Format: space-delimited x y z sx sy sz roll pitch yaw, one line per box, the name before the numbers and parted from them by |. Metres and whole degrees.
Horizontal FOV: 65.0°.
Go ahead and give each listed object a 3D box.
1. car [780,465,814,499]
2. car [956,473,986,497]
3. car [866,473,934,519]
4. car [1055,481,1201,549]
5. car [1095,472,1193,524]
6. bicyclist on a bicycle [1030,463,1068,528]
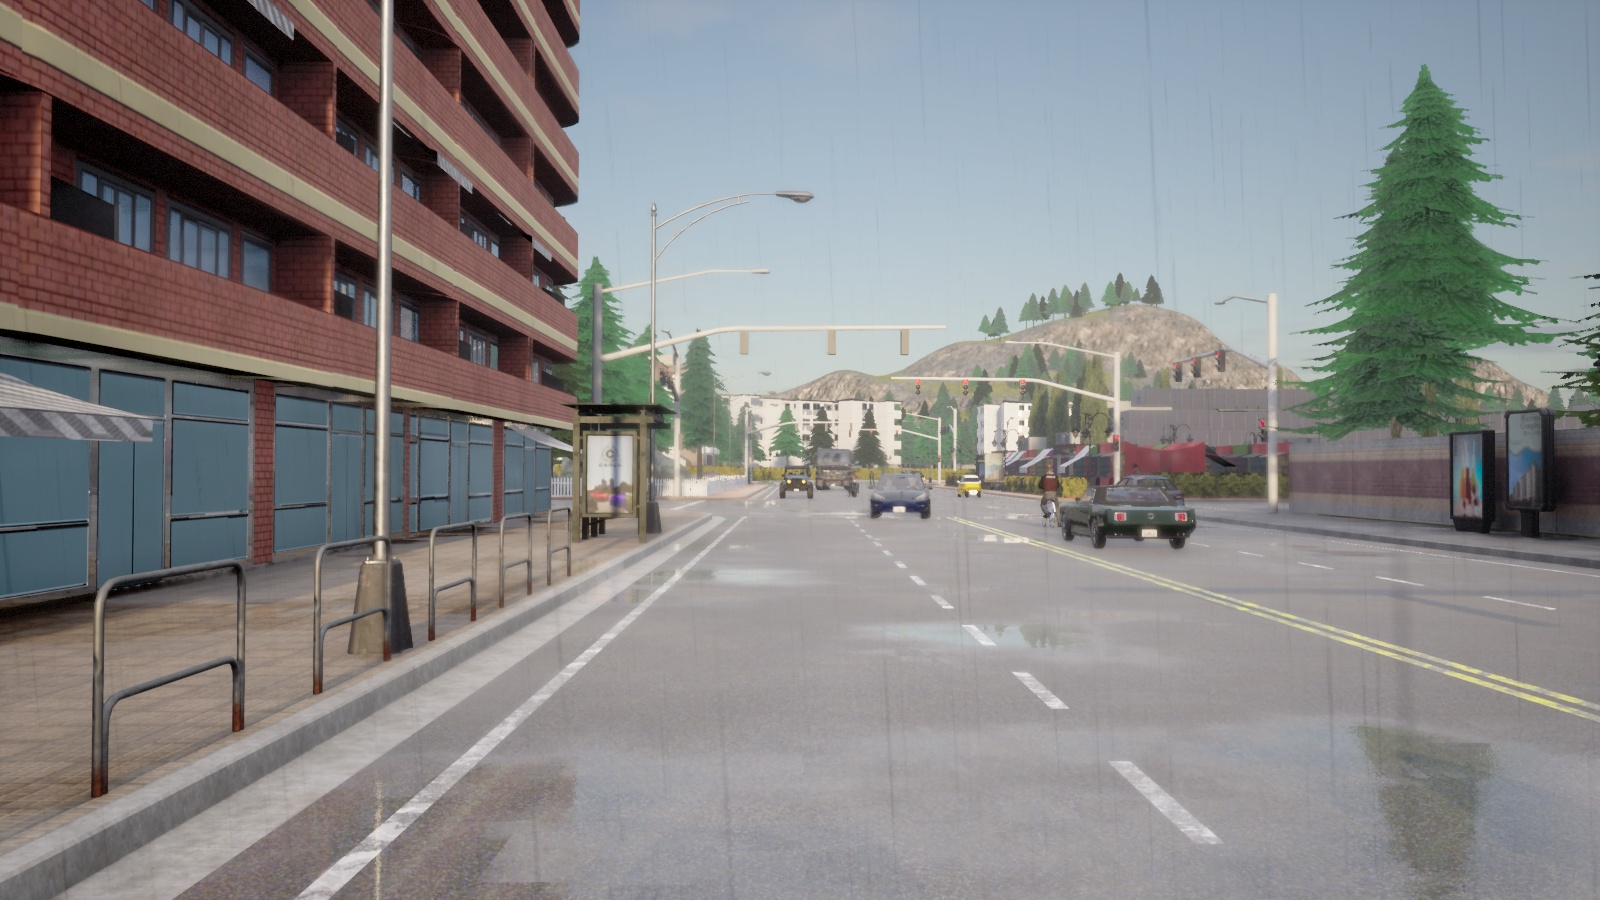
car | -0.188 1.817 72.000 1.905 1.878 3.866 0 -1 0
car | 10.333 2.103 76.115 1.481 1.376 2.207 0 -1 -1
car | 3.439 1.516 42.623 2.163 1.488 4.792 0 -1 5
car | 6.929 1.340 27.048 1.895 1.301 4.718 0 -1 0
car | 10.400 1.428 38.265 1.816 1.474 4.193 0 -1 0
bicyclist on a bicycle | 6.908 1.242 34.922 0.659 1.776 1.843 0 -1 0
